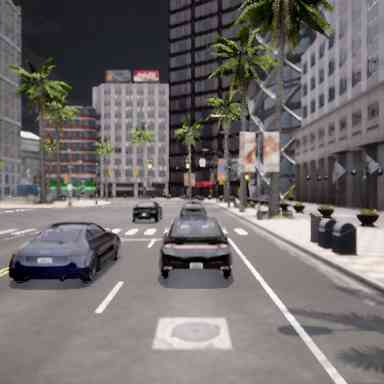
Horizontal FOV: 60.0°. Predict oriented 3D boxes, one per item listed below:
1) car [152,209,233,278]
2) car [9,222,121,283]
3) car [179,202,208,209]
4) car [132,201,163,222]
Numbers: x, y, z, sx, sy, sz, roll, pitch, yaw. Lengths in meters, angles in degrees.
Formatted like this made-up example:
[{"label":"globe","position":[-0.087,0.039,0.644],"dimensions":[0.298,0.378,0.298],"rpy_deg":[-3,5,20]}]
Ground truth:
[{"label":"car","position":[0.099,1.483,10.097],"dimensions":[2.128,1.511,4.902],"rpy_deg":[0,0,0]},{"label":"car","position":[-3.400,1.555,9.692],"dimensions":[1.994,1.385,4.181],"rpy_deg":[0,0,0]},{"label":"car","position":[0.100,1.483,24.809],"dimensions":[1.837,1.490,4.892],"rpy_deg":[0,0,0]},{"label":"car","position":[-3.399,1.454,26.049],"dimensions":[1.882,1.535,5.008],"rpy_deg":[0,0,0]}]
